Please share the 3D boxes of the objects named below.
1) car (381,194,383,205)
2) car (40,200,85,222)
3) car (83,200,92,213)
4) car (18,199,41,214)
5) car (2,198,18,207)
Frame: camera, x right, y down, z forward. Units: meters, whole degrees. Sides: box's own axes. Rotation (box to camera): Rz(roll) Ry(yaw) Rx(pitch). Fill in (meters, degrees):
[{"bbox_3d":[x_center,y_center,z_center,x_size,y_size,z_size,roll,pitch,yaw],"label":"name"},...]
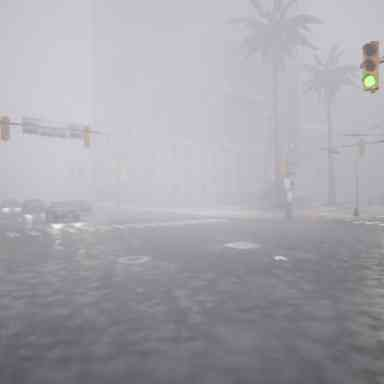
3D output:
[{"bbox_3d":[32.988,1.213,53.841,2.150,2.045,5.566,0,0,-1],"label":"car"},{"bbox_3d":[-10.419,1.525,26.548,1.812,1.442,4.674,0,0,-36],"label":"car"},{"bbox_3d":[-12.304,1.546,35.534,2.033,1.411,5.357,0,0,-35],"label":"car"},{"bbox_3d":[-16.905,1.505,35.594,1.837,1.490,4.892,0,0,-36],"label":"car"},{"bbox_3d":[-26.901,1.600,49.489,1.895,1.301,4.718,0,0,-36],"label":"car"}]
